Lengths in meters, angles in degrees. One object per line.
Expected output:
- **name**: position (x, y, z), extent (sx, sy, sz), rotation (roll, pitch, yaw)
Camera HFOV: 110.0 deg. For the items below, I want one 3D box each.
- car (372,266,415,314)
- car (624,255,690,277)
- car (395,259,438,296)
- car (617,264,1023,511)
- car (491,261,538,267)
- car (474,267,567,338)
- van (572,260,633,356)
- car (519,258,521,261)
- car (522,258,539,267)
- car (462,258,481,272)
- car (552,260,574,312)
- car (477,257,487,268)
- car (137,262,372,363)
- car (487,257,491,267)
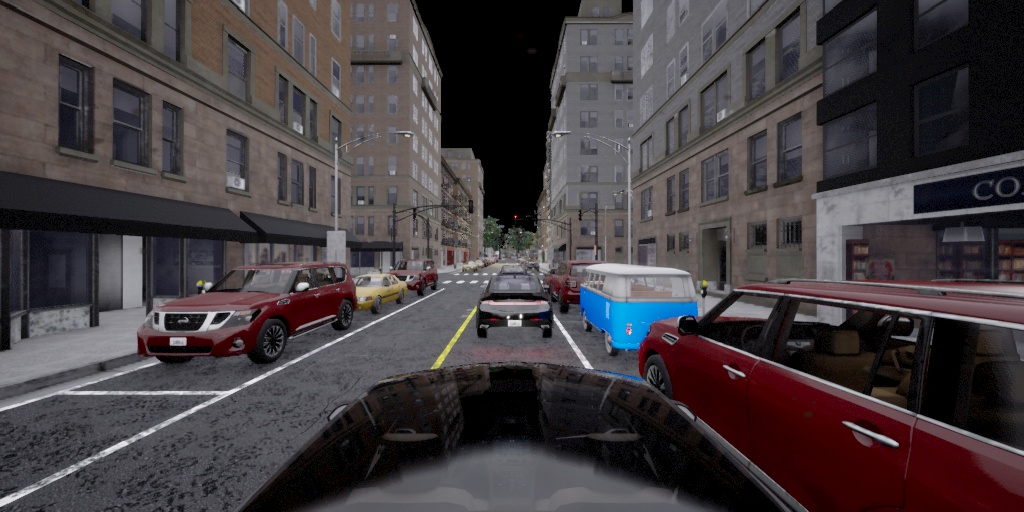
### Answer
- **car**: position (-5.397, 1.275, 13.817), extent (1.751, 1.417, 4.829), rotation (0, 0, 0)
- **car**: position (14.009, 0.899, 34.816), extent (5.566, 2.045, 2.150), rotation (0, 0, 0)
- **car**: position (-5.396, 1.064, 19.666), extent (2.192, 1.841, 5.009), rotation (0, 0, 0)
- **car**: position (2.638, 1.065, 2.626), extent (2.192, 1.841, 5.009), rotation (0, 0, 0)
- **car**: position (0.074, 1.241, 20.229), extent (2.128, 1.511, 4.902), rotation (0, 0, -1)
- **car**: position (0.075, 1.242, 10.178), extent (2.128, 1.511, 4.902), rotation (0, 0, 0)
- **van**: position (2.639, 1.091, 8.305), extent (1.690, 1.789, 3.998), rotation (0, 0, 0)
- **car**: position (2.654, 1.299, 57.635), extent (2.007, 1.370, 4.403), rotation (0, 0, 0)
- **car**: position (2.651, 1.298, 46.671), extent (2.007, 1.370, 4.403), rotation (0, 0, 0)
- **car**: position (-5.403, 1.273, 46.504), extent (1.751, 1.417, 4.829), rotation (0, 0, 0)
- **car**: position (2.641, 1.064, 13.984), extent (2.192, 1.841, 5.009), rotation (0, 0, 0)
- **car**: position (-5.395, 1.274, 57.467), extent (1.751, 1.417, 4.829), rotation (0, 0, 0)
- **car**: position (-5.397, 1.065, 8.310), extent (2.192, 1.841, 5.009), rotation (0, 0, 0)
- **car**: position (-5.392, 1.063, 63.119), extent (2.192, 1.841, 5.009), rotation (0, 0, 0)
